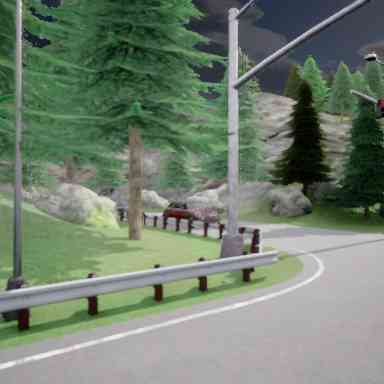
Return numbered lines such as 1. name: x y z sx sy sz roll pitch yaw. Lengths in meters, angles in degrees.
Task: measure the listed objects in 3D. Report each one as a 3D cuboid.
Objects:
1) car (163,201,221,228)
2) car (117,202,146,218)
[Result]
1. car: -0.074 1.399 22.456 2.097 1.767 4.553 0 0 -36
2. car: -5.885 1.608 30.597 1.994 1.385 4.181 0 0 -35
